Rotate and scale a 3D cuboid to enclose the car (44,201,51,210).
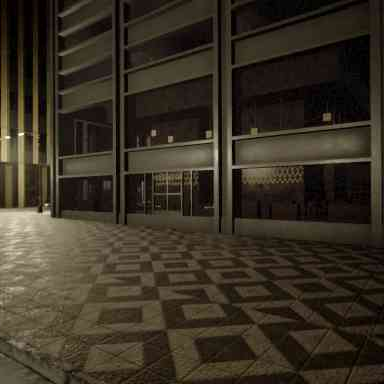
[{"bbox_3d":[-15.110,1.337,39.591,2.128,1.511,4.902,0,0,36],"label":"car"}]
